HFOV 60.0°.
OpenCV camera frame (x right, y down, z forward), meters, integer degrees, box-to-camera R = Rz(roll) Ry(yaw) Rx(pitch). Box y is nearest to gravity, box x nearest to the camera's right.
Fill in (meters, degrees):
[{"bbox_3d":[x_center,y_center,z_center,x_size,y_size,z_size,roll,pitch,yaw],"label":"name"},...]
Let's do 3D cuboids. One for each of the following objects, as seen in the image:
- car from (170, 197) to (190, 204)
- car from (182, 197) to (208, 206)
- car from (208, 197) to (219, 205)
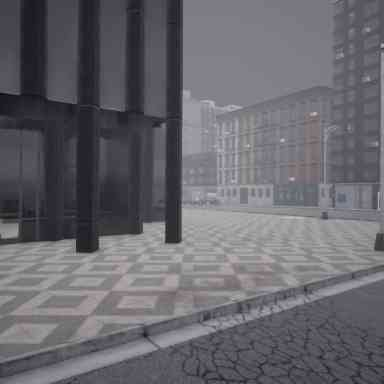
[{"bbox_3d":[-2.491,1.712,67.928,1.994,1.385,4.181,1,0,-35],"label":"car"},{"bbox_3d":[0.257,1.633,58.506,1.812,1.442,4.674,1,0,-35],"label":"car"},{"bbox_3d":[2.816,1.639,60.464,1.837,1.490,4.892,1,0,-35],"label":"car"}]
